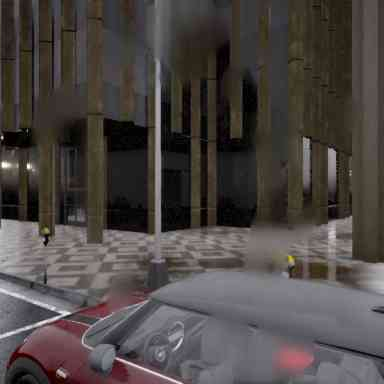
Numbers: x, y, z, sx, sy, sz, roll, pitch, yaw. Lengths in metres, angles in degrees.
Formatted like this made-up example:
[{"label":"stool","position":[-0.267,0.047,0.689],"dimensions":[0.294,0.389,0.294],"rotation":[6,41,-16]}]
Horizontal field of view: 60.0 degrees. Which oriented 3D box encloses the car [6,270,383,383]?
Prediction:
[{"label":"car","position":[0.175,1.440,2.839],"dimensions":[4.097,1.590,1.967],"rotation":[0,0,36]}]
